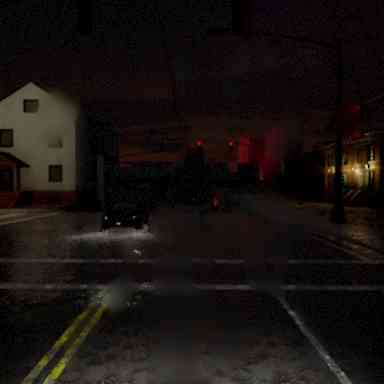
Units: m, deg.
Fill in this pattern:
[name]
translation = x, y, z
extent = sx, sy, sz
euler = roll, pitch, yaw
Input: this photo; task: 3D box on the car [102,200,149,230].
[car]
translation = -3.481, 1.171, 18.098
extent = 1.812, 1.442, 4.674
euler = 0, 1, 0
